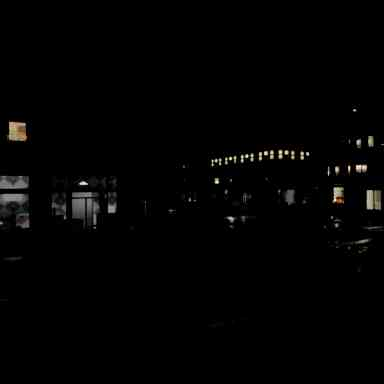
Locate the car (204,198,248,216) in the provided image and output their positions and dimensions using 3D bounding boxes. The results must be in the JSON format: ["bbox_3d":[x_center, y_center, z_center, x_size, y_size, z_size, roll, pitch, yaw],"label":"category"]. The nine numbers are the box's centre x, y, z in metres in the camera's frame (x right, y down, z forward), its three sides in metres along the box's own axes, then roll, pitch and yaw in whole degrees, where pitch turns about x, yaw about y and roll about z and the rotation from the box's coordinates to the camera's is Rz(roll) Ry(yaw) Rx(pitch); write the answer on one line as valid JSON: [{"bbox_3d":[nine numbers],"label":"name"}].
[{"bbox_3d":[3.743,1.830,37.870,1.882,1.535,5.008,-1,0,-29],"label":"car"}]

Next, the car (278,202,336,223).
[{"bbox_3d":[9.520,1.708,27.606,2.128,1.511,4.902,-1,0,-29],"label":"car"}]

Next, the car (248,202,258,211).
[{"bbox_3d":[7.554,1.904,42.886,1.802,1.307,4.206,-1,0,-29],"label":"car"}]

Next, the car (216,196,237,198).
[{"bbox_3d":[4.033,1.599,43.869,2.150,2.045,5.566,-1,0,-29],"label":"car"}]

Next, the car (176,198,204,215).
[{"bbox_3d":[0.249,1.847,38.773,1.967,1.590,4.097,-1,0,-29],"label":"car"}]

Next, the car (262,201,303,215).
[{"bbox_3d":[10.269,1.810,38.063,2.008,1.369,4.403,-1,0,-29],"label":"car"}]

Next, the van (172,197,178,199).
[{"bbox_3d":[-3.313,1.909,62.179,1.690,1.788,3.998,-1,0,-29],"label":"van"}]

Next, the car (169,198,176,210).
[{"bbox_3d":[-4.881,2.075,53.295,1.812,1.442,4.674,-1,-1,-29],"label":"car"}]

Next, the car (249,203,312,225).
[{"bbox_3d":[6.955,1.814,26.621,1.947,1.339,4.313,-1,0,-29],"label":"car"}]
